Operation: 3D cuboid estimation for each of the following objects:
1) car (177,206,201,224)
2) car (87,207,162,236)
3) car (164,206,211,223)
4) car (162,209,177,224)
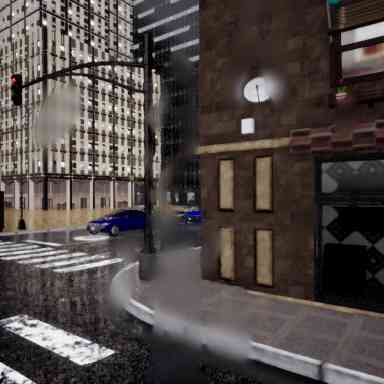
[{"bbox_3d":[1.240,1.862,27.974,1.882,1.535,5.008,-1,-1,35],"label":"car"},{"bbox_3d":[-4.181,1.773,20.258,1.812,1.442,4.674,-1,-1,33],"label":"car"},{"bbox_3d":[-0.330,1.974,30.490,2.008,1.369,4.403,-2,-2,35],"label":"car"},{"bbox_3d":[-3.533,1.893,25.934,2.008,1.369,4.403,-2,-2,35],"label":"car"}]
